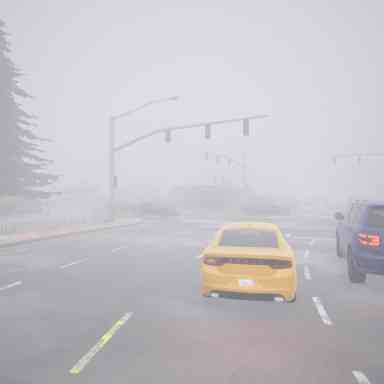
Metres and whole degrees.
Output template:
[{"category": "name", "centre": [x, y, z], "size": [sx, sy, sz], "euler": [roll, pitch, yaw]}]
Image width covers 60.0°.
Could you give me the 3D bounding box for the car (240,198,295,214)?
[{"category": "car", "centre": [6.871, 1.567, 31.513], "size": [4.674, 1.442, 1.812], "euler": [0, 1, -1]}]

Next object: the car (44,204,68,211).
[{"category": "car", "centre": [-16.435, 1.656, 38.369], "size": [4.718, 1.301, 1.895], "euler": [0, 0, 32]}]

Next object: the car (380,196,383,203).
[{"category": "car", "centre": [40.442, 1.540, 69.221], "size": [2.033, 1.411, 5.357], "euler": [0, 0, 31]}]

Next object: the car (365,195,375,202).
[{"category": "car", "centre": [41.605, 1.500, 77.835], "size": [1.837, 1.490, 4.892], "euler": [0, 0, 31]}]

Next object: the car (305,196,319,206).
[{"category": "car", "centre": [18.654, 1.526, 53.873], "size": [1.812, 1.442, 4.674], "euler": [0, 0, 32]}]

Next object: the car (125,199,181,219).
[{"category": "car", "centre": [-3.242, 1.547, 30.172], "size": [4.902, 1.511, 2.128], "euler": [0, 0, 32]}]

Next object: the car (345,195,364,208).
[{"category": "car", "centre": [23.539, 1.352, 48.110], "size": [2.097, 1.767, 4.553], "euler": [0, 0, 32]}]

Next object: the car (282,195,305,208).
[{"category": "car", "centre": [13.304, 1.547, 45.136], "size": [2.033, 1.411, 5.357], "euler": [0, 0, 31]}]

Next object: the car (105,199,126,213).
[{"category": "car", "centre": [-7.403, 1.533, 36.878], "size": [5.008, 1.535, 1.882], "euler": [0, 0, 32]}]

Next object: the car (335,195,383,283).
[{"category": "car", "centre": [5.446, 1.221, 9.425], "size": [2.150, 2.045, 5.566], "euler": [0, 0, 19]}]

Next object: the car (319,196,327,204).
[{"category": "car", "centre": [24.150, 1.492, 62.738], "size": [2.128, 1.511, 4.902], "euler": [0, 0, 32]}]

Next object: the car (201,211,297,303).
[{"category": "car", "centre": [1.483, 1.478, 8.390], "size": [1.882, 1.535, 5.008], "euler": [0, 0, 12]}]
